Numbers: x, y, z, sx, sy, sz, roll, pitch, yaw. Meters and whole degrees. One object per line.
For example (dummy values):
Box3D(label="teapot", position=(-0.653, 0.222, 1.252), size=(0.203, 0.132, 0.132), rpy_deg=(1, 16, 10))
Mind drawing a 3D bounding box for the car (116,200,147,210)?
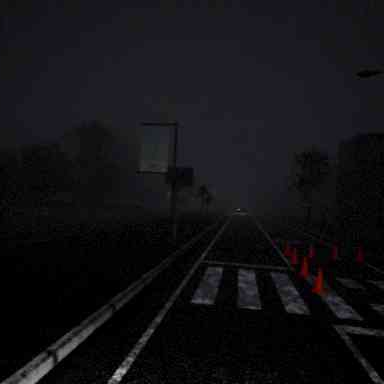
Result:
Box3D(label="car", position=(-10.283, 2.156, 56.431), size=(4.674, 1.452, 2.002), rpy_deg=(3, -1, 9))

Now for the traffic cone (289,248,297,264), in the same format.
Box3D(label="traffic cone", position=(3.899, 2.417, 12.582), size=(0.340, 0.580, 0.340), rpy_deg=(3, -1, 9))

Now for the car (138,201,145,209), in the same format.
Box3D(label="car", position=(-10.757, 2.016, 53.321), size=(5.008, 1.535, 2.097), rpy_deg=(3, -1, 9))

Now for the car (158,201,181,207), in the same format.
Box3D(label="car", position=(-6.044, 3.025, 84.586), size=(5.008, 1.535, 2.097), rpy_deg=(3, -1, 9))

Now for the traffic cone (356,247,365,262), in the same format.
Box3D(label="traffic cone", position=(7.153, 2.641, 14.116), size=(0.340, 0.580, 0.340), rpy_deg=(3, -1, 9))

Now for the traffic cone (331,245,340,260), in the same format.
Box3D(label="traffic cone", position=(6.166, 2.587, 14.264), size=(0.340, 0.580, 0.340), rpy_deg=(3, -1, 9))

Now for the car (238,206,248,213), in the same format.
Box3D(label="car", position=(10.696, 3.701, 70.466), size=(1.837, 1.490, 4.892), rpy_deg=(3, -2, 9))

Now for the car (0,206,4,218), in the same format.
Box3D(label="car", position=(-15.365, 0.911, 22.801), size=(4.553, 1.767, 2.185), rpy_deg=(3, -1, 8))

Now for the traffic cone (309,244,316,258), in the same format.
Box3D(label="traffic cone", position=(5.179, 2.534, 14.412), size=(0.340, 0.580, 0.340), rpy_deg=(3, -1, 9))

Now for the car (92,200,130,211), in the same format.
Box3D(label="car", position=(-11.724, 1.849, 46.845), size=(4.674, 1.452, 2.002), rpy_deg=(3, -1, 9))

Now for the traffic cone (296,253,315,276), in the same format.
Box3D(label="traffic cone", position=(3.606, 2.354, 10.605), size=(0.340, 0.580, 0.340), rpy_deg=(3, -1, 9))

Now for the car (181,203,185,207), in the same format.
Box3D(label="car", position=(-5.229, 3.221, 90.090), size=(5.008, 1.535, 2.097), rpy_deg=(3, -2, 9))

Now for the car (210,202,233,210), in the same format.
Box3D(label="car", position=(7.279, 3.821, 85.354), size=(4.892, 1.521, 2.231), rpy_deg=(3, -2, 9))

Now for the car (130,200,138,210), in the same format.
Box3D(label="car", position=(-11.232, 1.914, 50.084), size=(4.892, 1.521, 2.231), rpy_deg=(3, -1, 9))

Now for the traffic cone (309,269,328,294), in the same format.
Box3D(label="traffic cone", position=(3.313, 2.292, 8.627), size=(0.340, 0.580, 0.340), rpy_deg=(3, -1, 9))
